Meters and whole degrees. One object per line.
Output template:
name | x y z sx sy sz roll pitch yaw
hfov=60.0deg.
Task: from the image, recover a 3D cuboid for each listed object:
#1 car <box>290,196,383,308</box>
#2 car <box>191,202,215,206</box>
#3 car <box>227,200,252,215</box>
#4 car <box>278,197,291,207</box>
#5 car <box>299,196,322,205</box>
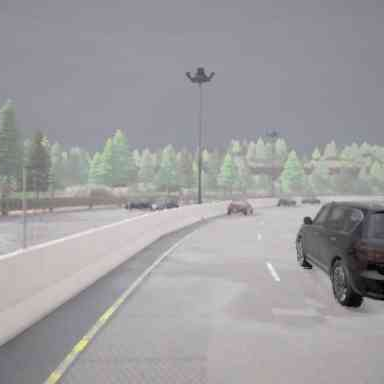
car | 4.093 1.219 7.957 2.150 2.045 5.566 0 0 5
car | 1.493 1.451 40.024 1.812 1.442 4.674 0 0 24
car | 4.732 1.476 32.762 1.812 1.442 4.674 0 0 20
car | 14.233 1.454 49.616 1.837 1.490 4.892 0 0 33
car | 21.313 1.500 59.619 2.033 1.411 5.357 0 0 40
